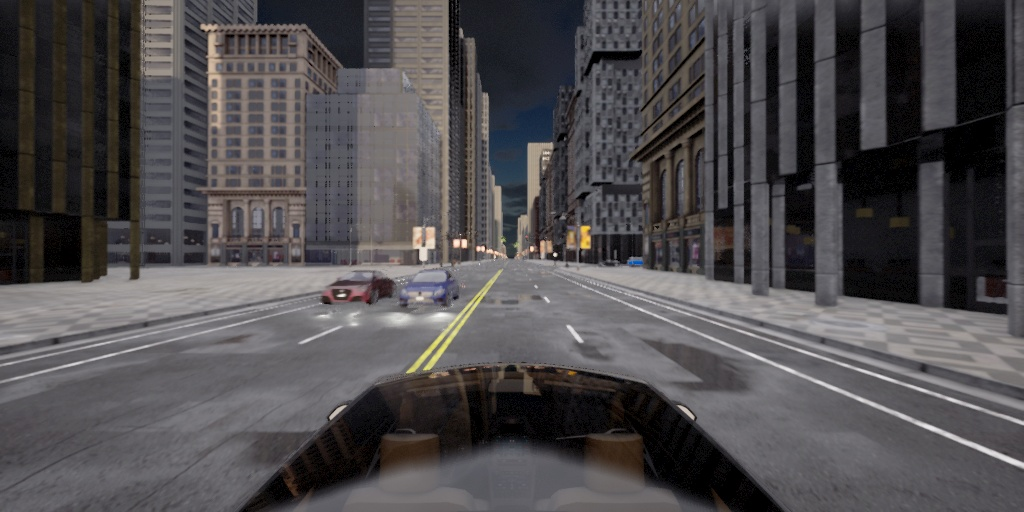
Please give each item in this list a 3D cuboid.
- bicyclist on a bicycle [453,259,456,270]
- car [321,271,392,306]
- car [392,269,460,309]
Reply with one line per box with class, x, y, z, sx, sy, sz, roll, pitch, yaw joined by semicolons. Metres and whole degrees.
bicyclist on a bicycle;-8.649;1.323;53.551;0.582;1.620;1.656;2;-2;-8
car;-6.606;1.345;15.882;1.994;1.385;4.181;0;0;0
car;-3.356;1.306;15.369;1.812;1.442;4.674;0;0;0
